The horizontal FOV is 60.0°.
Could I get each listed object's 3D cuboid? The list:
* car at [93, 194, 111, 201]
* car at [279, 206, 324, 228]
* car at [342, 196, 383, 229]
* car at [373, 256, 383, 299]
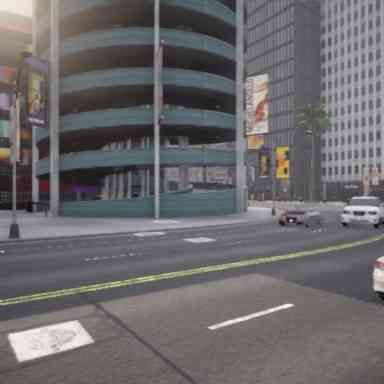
[{"bbox_3d":[-17.947,1.406,66.296,2.435,2.045,5.566,0,0,-35],"label":"car"},{"bbox_3d":[7.694,1.677,23.237,1.994,1.385,4.181,0,0,38],"label":"car"},{"bbox_3d":[11.987,1.330,23.046,2.150,2.045,5.566,0,0,35],"label":"car"},{"bbox_3d":[5.658,1.557,7.151,4.674,1.442,1.812,0,0,-36],"label":"car"}]
